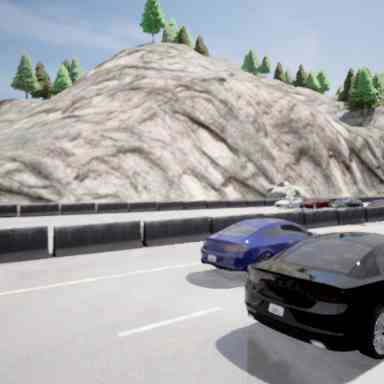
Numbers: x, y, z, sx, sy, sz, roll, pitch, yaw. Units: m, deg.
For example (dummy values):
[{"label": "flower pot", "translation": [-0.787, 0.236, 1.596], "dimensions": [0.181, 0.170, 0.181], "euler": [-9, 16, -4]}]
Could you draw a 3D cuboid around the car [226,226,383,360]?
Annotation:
[{"label": "car", "translation": [3.172, 1.460, 6.012], "dimensions": [5.008, 1.535, 1.882], "euler": [0, 0, -36]}]

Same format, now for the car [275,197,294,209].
[{"label": "car", "translation": [12.776, 1.417, 43.195], "dimensions": [4.674, 1.442, 1.812], "euler": [0, 0, -35]}]

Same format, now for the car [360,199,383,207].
[{"label": "car", "translation": [20.438, 1.451, 35.766], "dimensions": [4.181, 1.385, 1.994], "euler": [0, 0, -35]}]

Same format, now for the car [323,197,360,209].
[{"label": "car", "translation": [17.624, 1.381, 38.058], "dimensions": [4.902, 1.511, 2.128], "euler": [0, 0, -35]}]

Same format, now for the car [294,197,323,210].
[{"label": "car", "translation": [15.191, 1.368, 40.620], "dimensions": [5.008, 1.535, 1.882], "euler": [0, 0, -35]}]

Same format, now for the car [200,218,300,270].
[{"label": "car", "translation": [2.380, 1.503, 9.745], "dimensions": [4.674, 1.442, 1.812], "euler": [0, 0, -36]}]
